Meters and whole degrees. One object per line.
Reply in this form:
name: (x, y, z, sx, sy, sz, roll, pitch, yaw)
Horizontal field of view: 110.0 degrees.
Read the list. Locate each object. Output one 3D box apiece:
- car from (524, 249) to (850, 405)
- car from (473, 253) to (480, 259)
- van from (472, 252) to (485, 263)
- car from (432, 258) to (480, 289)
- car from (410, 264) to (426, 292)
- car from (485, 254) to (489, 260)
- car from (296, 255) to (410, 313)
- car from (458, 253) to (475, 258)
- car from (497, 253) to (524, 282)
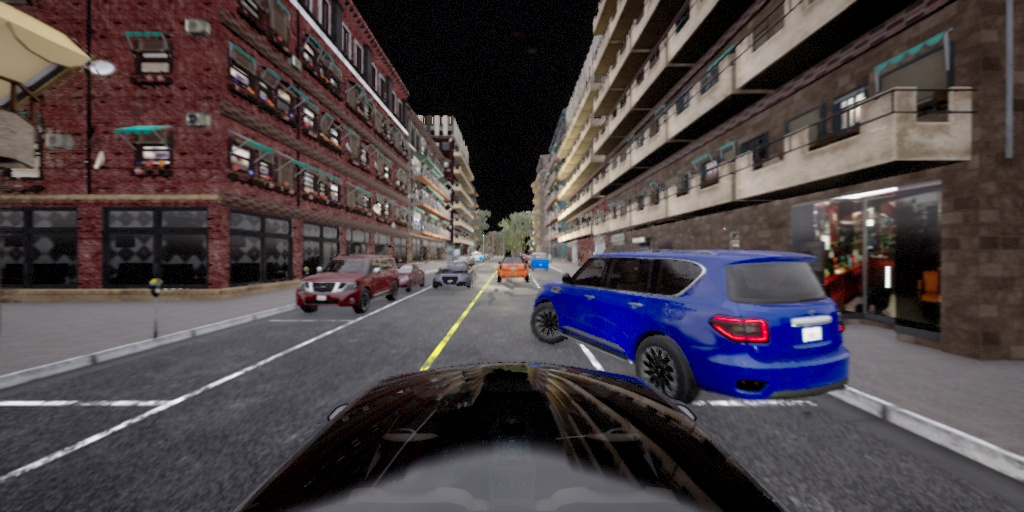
car: (2.338, 0.899, 6.434, 2.150, 2.045, 5.566, 0, 1, -21)
car: (-5.692, 0.613, 46.636, 1.948, 1.339, 4.313, 0, 0, 0)
van: (-5.694, 0.214, 57.777, 1.690, 1.789, 3.998, 0, 0, 0)
car: (-3.097, 1.029, 19.924, 1.994, 1.385, 4.181, 0, 1, 0)
car: (-5.690, 1.065, 18.784, 1.802, 1.307, 4.207, 0, 0, 0)
car: (-5.693, 0.337, 63.346, 2.007, 1.370, 4.403, 0, 0, 0)
car: (-5.690, 0.885, 13.213, 2.192, 1.841, 5.009, 0, 0, 0)
car: (-5.692, 0.660, 40.895, 1.751, 1.417, 4.829, 0, 0, 0)
car: (0.080, 0.741, 24.680, 2.097, 1.767, 4.553, 0, 1, 0)
